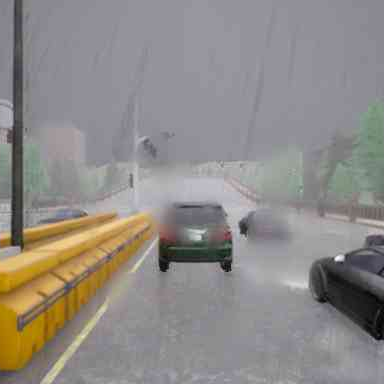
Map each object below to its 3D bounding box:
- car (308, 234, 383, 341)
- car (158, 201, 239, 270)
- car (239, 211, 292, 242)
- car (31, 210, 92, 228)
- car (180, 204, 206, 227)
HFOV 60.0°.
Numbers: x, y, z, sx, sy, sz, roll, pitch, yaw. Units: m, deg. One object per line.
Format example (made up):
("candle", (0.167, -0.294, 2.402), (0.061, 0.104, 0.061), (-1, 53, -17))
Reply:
("car", (3.605, 1.614, 5.791), (1.994, 1.385, 4.181), (0, -1, -1))
("car", (0.100, 1.323, 11.477), (2.150, 2.045, 5.566), (0, 0, 0))
("car", (3.602, 1.698, 17.229), (2.033, 1.411, 5.357), (0, -1, 0))
("car", (-7.005, 1.711, 18.688), (2.033, 1.411, 5.357), (0, -1, 0))
("car", (0.100, 1.733, 26.096), (1.837, 1.490, 4.892), (0, 0, 0))
